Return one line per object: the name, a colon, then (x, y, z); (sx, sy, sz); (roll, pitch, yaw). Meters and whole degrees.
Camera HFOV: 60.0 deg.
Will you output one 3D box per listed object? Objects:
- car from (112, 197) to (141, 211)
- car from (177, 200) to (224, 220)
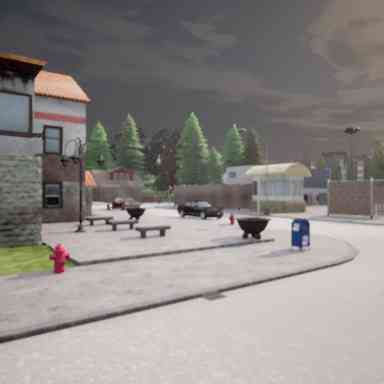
car: (-8.138, 1.371, 41.172); (2.097, 1.767, 4.553); (0, 0, -35)
car: (0.667, 1.497, 28.718); (1.882, 1.535, 5.008); (0, 0, -35)
